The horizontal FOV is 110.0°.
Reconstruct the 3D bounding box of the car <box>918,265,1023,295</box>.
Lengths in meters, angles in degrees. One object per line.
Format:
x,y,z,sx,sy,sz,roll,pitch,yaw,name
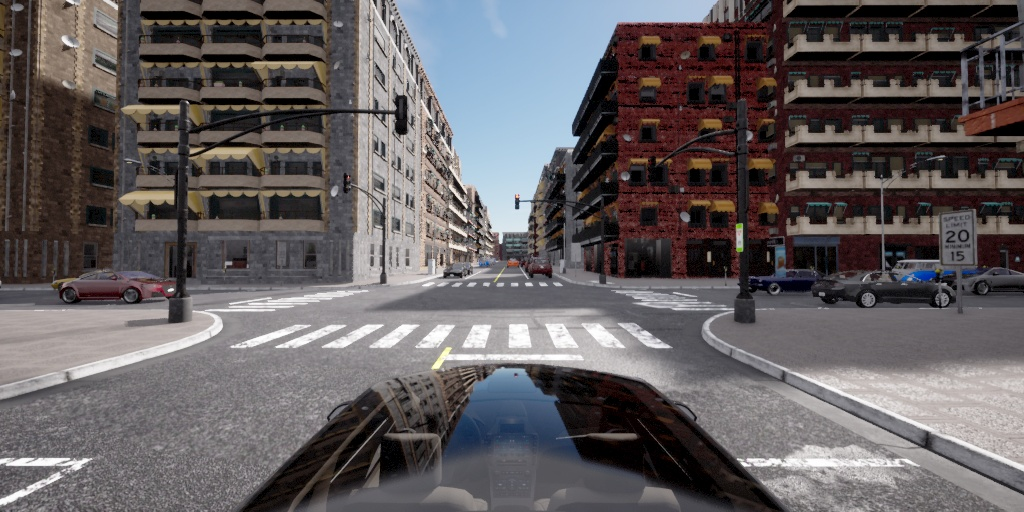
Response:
24.582,1.287,18.768,4.181,1.385,1.994,0,-1,0,car

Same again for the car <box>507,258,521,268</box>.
0.186,1.176,63.723,2.097,1.767,4.553,0,0,0,car

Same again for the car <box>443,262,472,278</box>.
-5.269,1.328,33.655,1.948,1.339,4.313,0,0,0,car

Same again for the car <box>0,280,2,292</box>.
-26.676,1.027,16.022,5.566,2.045,2.150,0,-1,0,car

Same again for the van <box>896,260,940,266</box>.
24.931,1.115,21.216,3.998,1.789,1.690,0,0,0,van

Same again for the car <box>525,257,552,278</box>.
2.612,1.076,33.689,2.192,1.841,5.009,0,0,0,car

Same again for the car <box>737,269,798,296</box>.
14.576,1.347,18.804,4.718,1.301,1.895,0,-1,-2,car

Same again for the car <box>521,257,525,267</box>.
2.628,1.086,44.812,2.192,1.841,5.009,0,0,0,car

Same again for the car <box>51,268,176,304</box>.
-17.187,1.339,15.978,4.181,1.385,1.994,0,-1,0,car

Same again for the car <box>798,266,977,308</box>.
13.762,1.185,13.380,4.403,1.370,2.007,0,0,0,car
